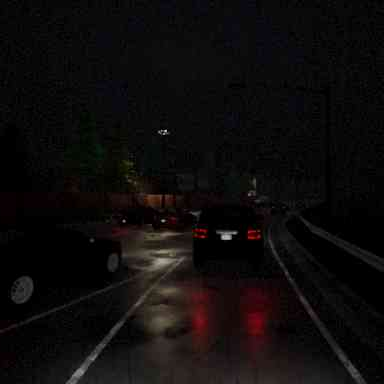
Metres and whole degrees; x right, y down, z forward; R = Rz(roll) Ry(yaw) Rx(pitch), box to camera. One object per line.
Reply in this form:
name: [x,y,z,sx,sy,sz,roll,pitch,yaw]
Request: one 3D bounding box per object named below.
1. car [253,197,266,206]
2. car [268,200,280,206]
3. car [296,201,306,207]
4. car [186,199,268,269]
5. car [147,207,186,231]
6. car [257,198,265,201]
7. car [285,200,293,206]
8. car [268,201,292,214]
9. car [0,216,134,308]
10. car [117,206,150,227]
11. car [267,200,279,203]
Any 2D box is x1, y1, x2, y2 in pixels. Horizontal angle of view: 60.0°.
car: [17.595,2.452,86.416,2.150,2.045,5.566,0,-1,23]
car: [21.129,2.892,85.789,2.128,1.511,4.902,0,-1,23]
car: [25.552,2.835,78.252,1.994,1.385,4.181,0,-1,23]
car: [1.406,1.410,12.146,2.150,2.045,5.566,0,-1,9]
car: [-1.099,1.904,23.682,1.994,1.385,4.181,0,-1,23]
car: [15.473,2.664,72.329,1.812,1.442,4.674,0,-1,23]
car: [24.506,2.727,84.791,2.097,1.767,4.553,0,-1,23]
car: [12.345,2.312,46.609,1.994,1.385,4.181,0,-1,23]
car: [-3.725,1.581,8.420,1.882,1.535,5.008,0,-1,23]
car: [-3.908,1.863,26.032,1.837,1.490,4.892,0,-1,23]
car: [16.422,2.396,65.326,2.097,1.767,4.553,0,-1,23]
